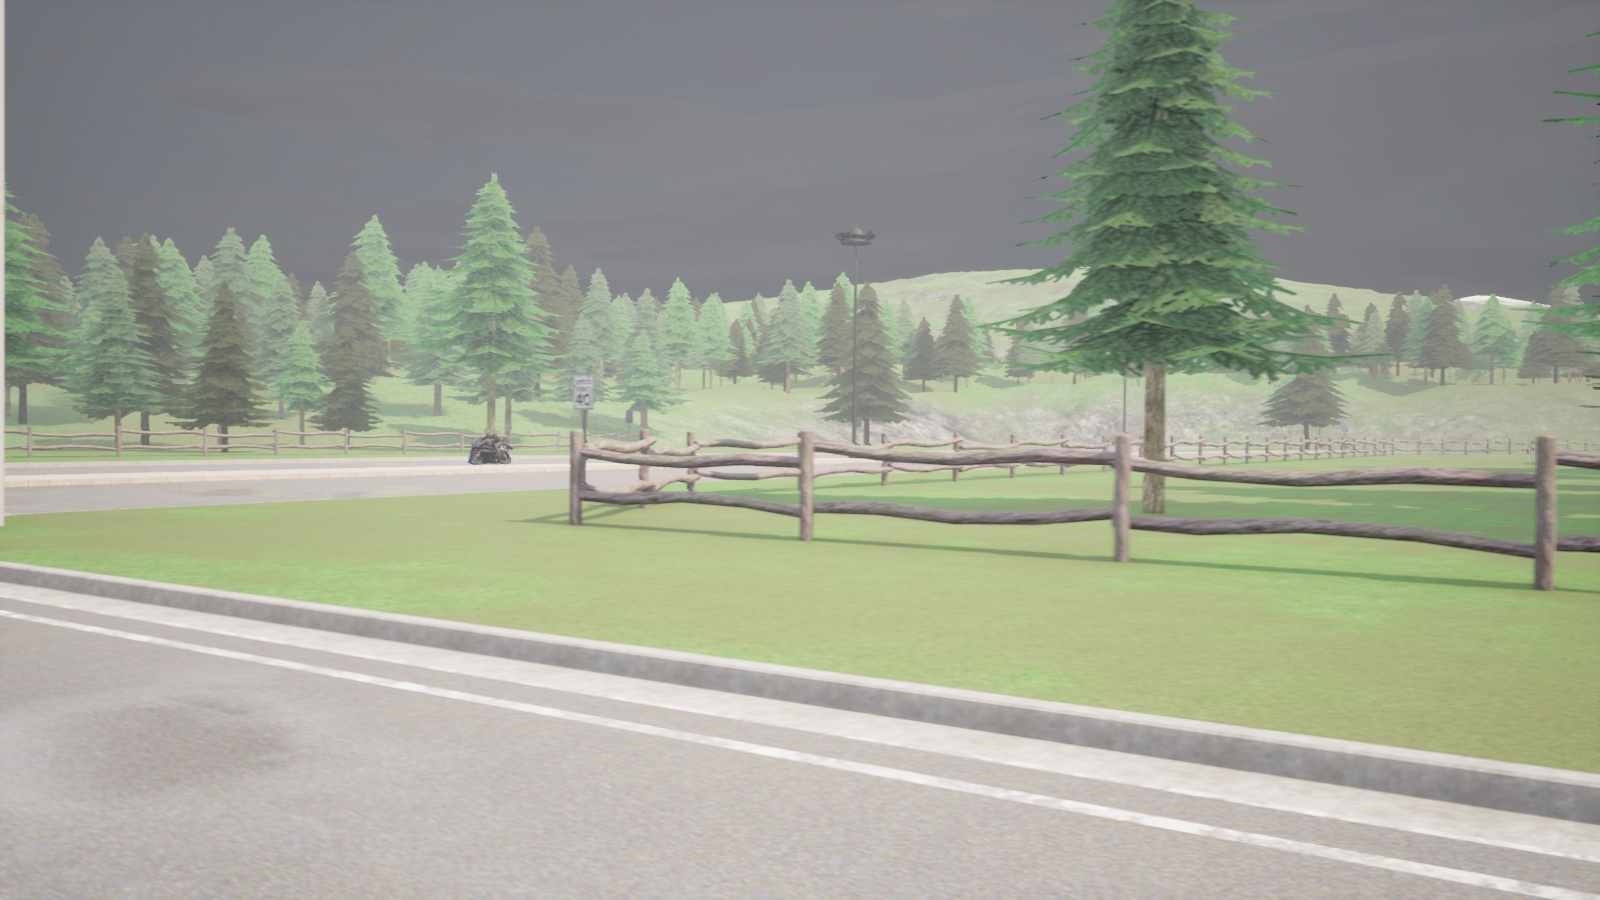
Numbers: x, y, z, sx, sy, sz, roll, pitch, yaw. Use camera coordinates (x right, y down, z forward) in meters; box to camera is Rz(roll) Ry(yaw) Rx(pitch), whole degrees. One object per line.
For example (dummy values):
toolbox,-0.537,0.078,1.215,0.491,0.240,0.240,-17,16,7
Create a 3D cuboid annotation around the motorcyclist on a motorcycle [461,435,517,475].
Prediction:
motorcyclist on a motorcycle,-12.473,0.191,50.434,0.866,1.530,2.191,0,1,33
